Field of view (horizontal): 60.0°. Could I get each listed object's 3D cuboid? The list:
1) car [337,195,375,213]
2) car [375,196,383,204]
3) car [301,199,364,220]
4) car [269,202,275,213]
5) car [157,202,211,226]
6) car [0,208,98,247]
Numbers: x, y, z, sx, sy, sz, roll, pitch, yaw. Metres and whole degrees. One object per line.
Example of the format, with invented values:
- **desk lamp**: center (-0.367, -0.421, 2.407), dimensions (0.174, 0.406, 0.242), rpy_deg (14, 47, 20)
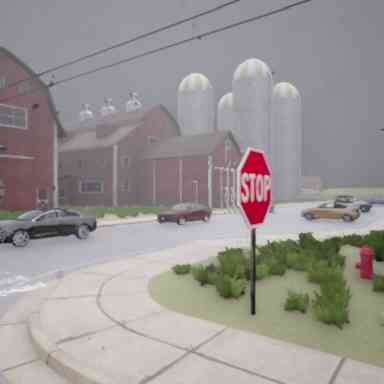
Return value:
- **car**: center (17.881, 1.319, 37.113), dimensions (3.866, 1.878, 1.905), rpy_deg (0, 0, 35)
- **car**: center (31.767, 1.486, 56.940), dimensions (4.611, 1.667, 2.242), rpy_deg (0, 0, 35)
- **car**: center (10.612, 1.511, 25.744), dimensions (4.193, 1.474, 1.816), rpy_deg (0, 0, 35)
- **car**: center (7.189, 1.517, 35.134), dimensions (1.837, 1.490, 4.892), rpy_deg (0, 0, 35)
- **car**: center (-0.485, 1.492, 24.060), dimensions (1.882, 1.535, 5.008), rpy_deg (0, 0, 35)
- **car**: center (-6.736, 1.506, 15.312), dimensions (2.128, 1.511, 4.902), rpy_deg (0, 0, 39)
